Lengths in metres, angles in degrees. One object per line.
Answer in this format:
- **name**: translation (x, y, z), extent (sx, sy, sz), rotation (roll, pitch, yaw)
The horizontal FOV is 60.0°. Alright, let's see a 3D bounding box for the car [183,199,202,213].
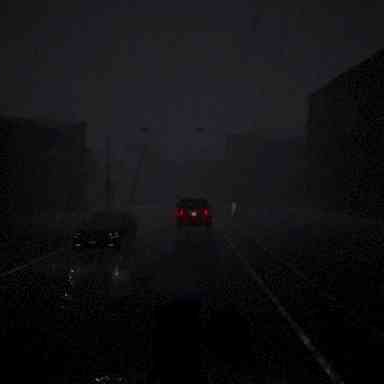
- **car**: translation (-0.010, 1.620, 40.873), extent (2.128, 1.511, 4.902), rotation (0, 0, -2)

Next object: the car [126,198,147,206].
- **car**: translation (-9.623, 1.742, 57.970), extent (1.994, 1.385, 4.181), rotation (-3, 1, -43)

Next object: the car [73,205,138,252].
- **car**: translation (-3.591, 1.567, 14.553), extent (1.882, 1.535, 5.008), rotation (0, 0, 0)

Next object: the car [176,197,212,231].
- **car**: translation (0.113, 1.346, 21.696), extent (2.150, 2.045, 5.566), rotation (0, 0, 0)
